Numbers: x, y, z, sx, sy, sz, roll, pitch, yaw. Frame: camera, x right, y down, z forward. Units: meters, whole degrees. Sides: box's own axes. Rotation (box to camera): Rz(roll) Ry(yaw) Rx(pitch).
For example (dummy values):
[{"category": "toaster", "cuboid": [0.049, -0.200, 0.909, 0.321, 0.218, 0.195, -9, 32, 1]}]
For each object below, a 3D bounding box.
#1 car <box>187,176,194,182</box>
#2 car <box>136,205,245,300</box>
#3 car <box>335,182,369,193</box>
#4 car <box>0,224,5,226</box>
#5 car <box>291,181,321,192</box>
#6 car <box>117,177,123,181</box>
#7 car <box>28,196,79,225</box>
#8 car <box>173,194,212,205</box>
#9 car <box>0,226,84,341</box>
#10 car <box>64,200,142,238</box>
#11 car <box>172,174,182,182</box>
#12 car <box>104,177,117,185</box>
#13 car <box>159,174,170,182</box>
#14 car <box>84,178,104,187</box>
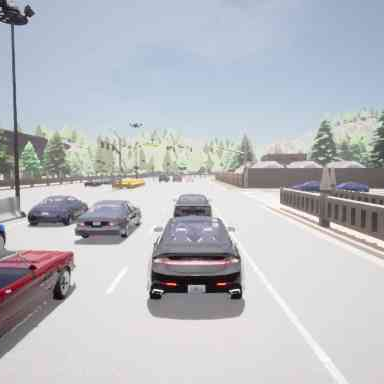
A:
[{"category": "car", "cuboid": [-0.442, -3.452, 89.659, 1.812, 1.442, 4.674, 0, 3, 0]}, {"category": "car", "cuboid": [0.068, 1.328, 8.024, 2.128, 1.511, 4.902, 0, 2, 0]}, {"category": "car", "cuboid": [18.042, -0.399, 38.623, 4.674, 1.442, 1.812, 0, 3, 2]}, {"category": "car", "cuboid": [-6.936, 1.283, 8.813, 1.882, 1.535, 5.008, 0, 2, 0]}, {"category": "car", "cuboid": [15.006, -0.614, 42.216, 4.674, 1.442, 1.812, 0, 3, 2]}, {"category": "car", "cuboid": [-17.894, -2.878, 80.067, 1.812, 1.442, 4.674, 0, 3, 0]}, {"category": "car", "cuboid": [-6.978, 0.880, 17.785, 1.994, 1.385, 4.181, 0, 3, 0]}, {"category": "car", "cuboid": [0.027, 0.817, 17.445, 1.882, 1.535, 5.008, 0, 3, -1]}, {"category": "car", "cuboid": [-3.420, 1.528, 5.092, 1.895, 1.301, 4.718, 0, 1, 0]}, {"category": "car", "cuboid": [-3.464, 1.051, 14.607, 2.033, 1.411, 5.357, 0, 3, 0]}, {"category": "car", "cuboid": [-3.929, -3.606, 86.986, 2.150, 2.045, 5.566, 0, 3, 0]}, {"category": "car", "cuboid": [-17.841, -2.246, 69.763, 2.033, 1.411, 5.357, 0, 3, 0]}, {"category": "car", "cuboid": [-7.429, -3.605, 86.968, 2.150, 2.045, 5.566, 0, 3, 0]}, {"category": "car", "cuboid": [-17.855, -1.590, 59.818, 1.895, 1.301, 4.718, 0, 3, 0]}]
